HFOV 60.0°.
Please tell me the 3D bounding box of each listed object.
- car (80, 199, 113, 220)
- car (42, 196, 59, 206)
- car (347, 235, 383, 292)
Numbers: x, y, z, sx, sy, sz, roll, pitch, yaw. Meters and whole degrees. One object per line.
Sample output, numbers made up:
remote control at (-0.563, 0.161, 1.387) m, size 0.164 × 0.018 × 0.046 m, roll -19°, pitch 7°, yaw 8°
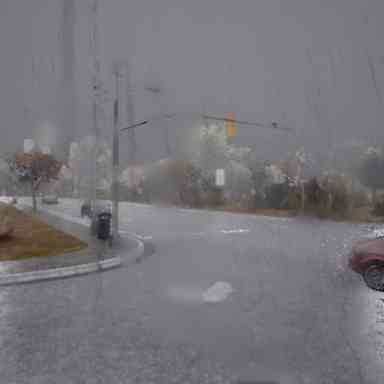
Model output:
car at (-8.329, 1.409, 29.259) m, size 2.097 × 1.767 × 4.553 m, roll 0°, pitch 0°, yaw -32°
car at (-22.068, 1.308, 51.669) m, size 2.033 × 1.411 × 5.357 m, roll 1°, pitch 1°, yaw -33°
car at (5.692, 1.582, 7.015) m, size 1.812 × 1.442 × 4.674 m, roll 0°, pitch 0°, yaw -32°
